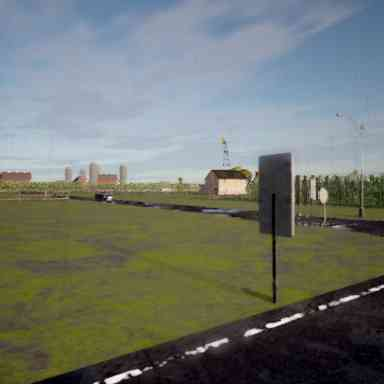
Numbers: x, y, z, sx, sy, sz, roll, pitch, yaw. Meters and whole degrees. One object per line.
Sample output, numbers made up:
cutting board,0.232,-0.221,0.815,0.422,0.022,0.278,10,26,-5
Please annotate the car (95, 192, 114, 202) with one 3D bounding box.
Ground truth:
car,-14.038,0.717,53.235,2.128,1.511,4.902,-1,1,-36
